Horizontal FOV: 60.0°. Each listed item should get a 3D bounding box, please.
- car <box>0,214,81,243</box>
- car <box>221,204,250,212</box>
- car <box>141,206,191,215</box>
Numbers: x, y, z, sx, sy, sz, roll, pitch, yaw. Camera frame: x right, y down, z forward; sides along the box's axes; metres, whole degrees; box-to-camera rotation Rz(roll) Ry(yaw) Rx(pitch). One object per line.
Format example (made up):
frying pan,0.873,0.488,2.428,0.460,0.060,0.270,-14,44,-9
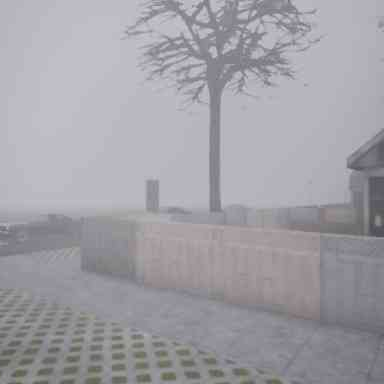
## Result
car,-8.086,1.854,17.953,1.895,1.301,4.718,0,-1,35
car,4.589,2.042,36.002,1.882,1.535,5.008,0,-1,35
car,-2.062,1.879,26.542,1.882,1.535,5.008,0,-1,35
